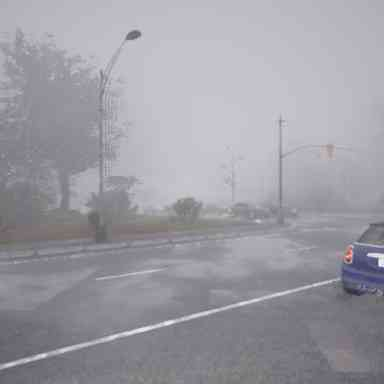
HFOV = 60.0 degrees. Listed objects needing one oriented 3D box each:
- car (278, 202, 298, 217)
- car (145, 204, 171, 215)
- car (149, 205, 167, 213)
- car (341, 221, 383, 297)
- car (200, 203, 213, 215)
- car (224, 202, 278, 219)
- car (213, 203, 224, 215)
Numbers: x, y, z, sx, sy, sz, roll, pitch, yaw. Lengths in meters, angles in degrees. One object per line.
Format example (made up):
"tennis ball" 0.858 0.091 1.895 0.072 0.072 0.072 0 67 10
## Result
"car" 8.296 1.707 33.291 2.128 1.511 4.902 0 -2 -33
"car" -5.335 2.588 48.308 1.812 1.442 4.674 0 -3 -32
"car" -7.277 3.637 71.148 1.837 1.490 4.892 0 -3 -32
"car" 5.413 1.371 7.418 4.553 1.767 2.097 0 0 -34
"car" 0.048 1.907 39.792 2.097 1.767 4.553 0 -3 -32
"car" 5.408 1.709 31.376 1.837 1.490 4.892 0 -1 -29
"car" 3.027 2.110 41.627 2.033 1.411 5.357 0 -3 -32
